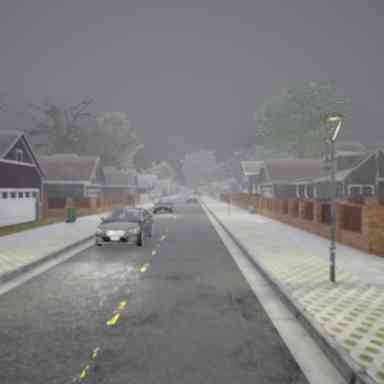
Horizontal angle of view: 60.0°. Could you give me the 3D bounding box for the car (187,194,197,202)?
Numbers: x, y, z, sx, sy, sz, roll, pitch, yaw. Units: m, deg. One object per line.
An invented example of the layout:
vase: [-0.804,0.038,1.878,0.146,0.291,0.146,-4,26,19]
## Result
car: [-0.016,1.147,65.323,2.033,1.411,5.357,0,0,0]

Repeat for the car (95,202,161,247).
car: [-2.799,1.422,14.641,2.128,1.511,4.902,0,0,0]

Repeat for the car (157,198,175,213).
car: [-2.762,1.361,34.045,2.033,1.411,5.357,0,0,0]

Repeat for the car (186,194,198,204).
car: [-0.012,1.184,55.317,1.812,1.442,4.674,0,0,0]
